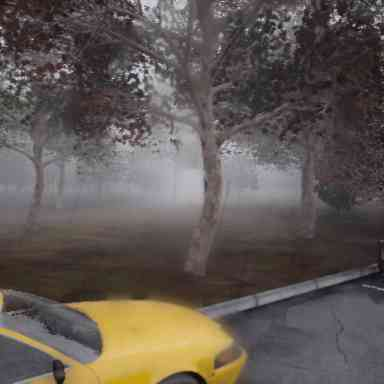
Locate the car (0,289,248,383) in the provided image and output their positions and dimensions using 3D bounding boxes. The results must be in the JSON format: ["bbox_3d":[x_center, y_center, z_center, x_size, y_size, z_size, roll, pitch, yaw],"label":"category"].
[{"bbox_3d":[-1.955,1.477,2.654,5.366,1.575,1.946,0,0,-33],"label":"car"}]

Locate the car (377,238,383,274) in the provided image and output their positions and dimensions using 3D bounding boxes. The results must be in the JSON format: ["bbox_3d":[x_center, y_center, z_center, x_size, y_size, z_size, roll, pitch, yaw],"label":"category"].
[{"bbox_3d":[6.986,1.507,9.039,4.792,1.488,2.163,0,0,-33],"label":"car"}]
